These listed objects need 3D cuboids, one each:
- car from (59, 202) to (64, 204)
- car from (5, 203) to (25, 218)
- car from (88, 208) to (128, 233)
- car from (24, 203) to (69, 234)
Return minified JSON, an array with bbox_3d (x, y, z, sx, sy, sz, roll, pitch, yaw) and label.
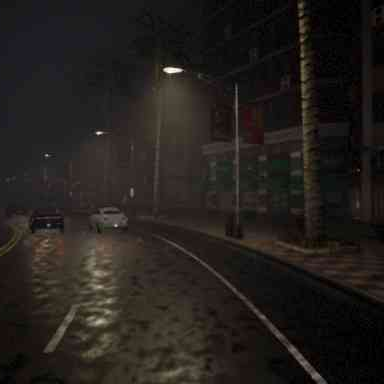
[{"bbox_3d":[-14.700,1.879,35.967,2.128,1.511,4.902,0,-1,-35],"label":"car"},{"bbox_3d":[-18.738,1.887,35.652,1.882,1.535,5.008,0,-1,-35],"label":"car"},{"bbox_3d":[-5.410,1.736,21.311,1.812,1.442,4.674,0,-1,-26],"label":"car"},{"bbox_3d":[-9.308,1.724,21.191,2.128,1.511,4.902,0,-1,-27],"label":"car"}]
